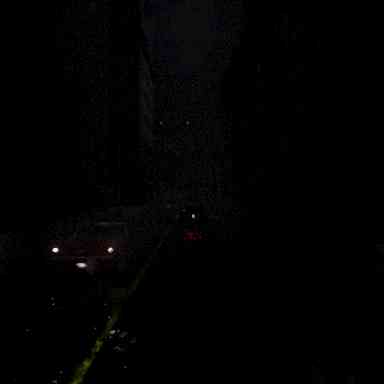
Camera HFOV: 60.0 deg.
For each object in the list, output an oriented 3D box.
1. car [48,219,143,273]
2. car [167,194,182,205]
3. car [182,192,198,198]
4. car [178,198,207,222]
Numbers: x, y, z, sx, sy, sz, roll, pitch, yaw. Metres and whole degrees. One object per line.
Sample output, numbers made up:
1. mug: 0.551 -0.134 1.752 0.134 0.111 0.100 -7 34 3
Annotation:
1. car: -2.854 1.594 10.852 1.895 1.301 4.718 0 0 0
2. car: -2.829 1.419 53.379 1.994 1.385 4.181 0 0 0
3. car: 0.088 1.261 41.316 2.097 1.767 4.553 0 0 0
4. car: 0.092 1.467 25.965 1.837 1.490 4.892 0 0 0
